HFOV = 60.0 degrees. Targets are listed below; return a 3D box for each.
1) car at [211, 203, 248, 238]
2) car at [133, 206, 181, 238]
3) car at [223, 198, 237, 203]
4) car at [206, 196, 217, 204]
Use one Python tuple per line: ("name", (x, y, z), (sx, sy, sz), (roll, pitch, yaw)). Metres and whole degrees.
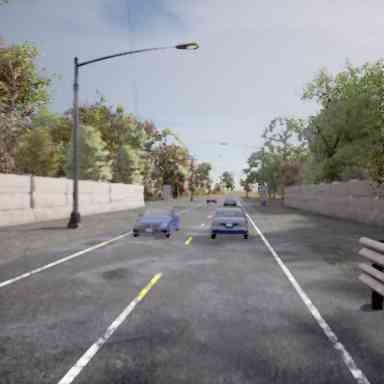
("car", (2.011, 1.554, 17.769), (2.033, 1.411, 5.357), (0, 0, 7))
("car", (-1.726, 1.506, 17.680), (1.812, 1.442, 4.674), (0, 0, 7))
("car", (5.819, 1.570, 50.885), (1.994, 1.385, 4.181), (0, 0, 7))
("car", (3.786, 1.444, 63.744), (1.882, 1.535, 5.008), (0, 0, 7))
